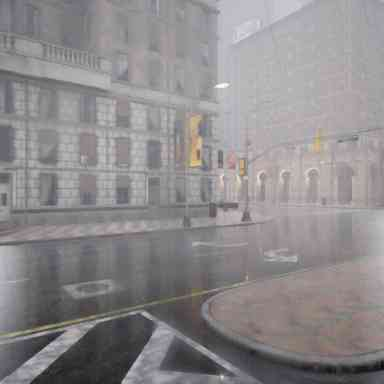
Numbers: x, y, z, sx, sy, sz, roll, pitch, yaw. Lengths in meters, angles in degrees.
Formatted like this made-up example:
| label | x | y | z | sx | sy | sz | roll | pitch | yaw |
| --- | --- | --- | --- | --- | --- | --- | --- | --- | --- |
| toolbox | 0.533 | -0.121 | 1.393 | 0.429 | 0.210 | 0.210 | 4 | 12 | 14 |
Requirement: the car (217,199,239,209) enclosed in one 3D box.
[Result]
| label | x | y | z | sx | sy | sz | roll | pitch | yaw |
| --- | --- | --- | --- | --- | --- | --- | --- | --- | --- |
| car | 4.027 | 1.601 | 43.907 | 1.895 | 1.301 | 4.718 | 0 | 0 | -36 |
